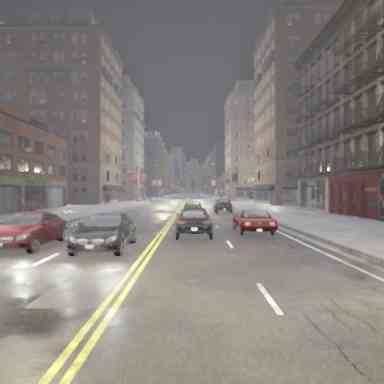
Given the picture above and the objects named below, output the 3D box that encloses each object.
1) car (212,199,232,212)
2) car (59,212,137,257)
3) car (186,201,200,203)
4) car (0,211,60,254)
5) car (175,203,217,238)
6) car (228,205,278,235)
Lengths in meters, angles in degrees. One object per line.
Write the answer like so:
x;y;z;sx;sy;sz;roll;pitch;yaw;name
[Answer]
3.360;1.524;36.647;1.837;1.490;4.892;0;0;0;car
-3.345;1.532;13.185;1.812;1.442;4.674;0;0;0;car
0.109;1.618;34.627;1.895;1.301;4.718;0;0;0;car
-6.596;1.532;13.662;1.812;1.442;4.674;0;0;0;car
0.105;1.534;17.466;1.812;1.442;4.674;0;0;0;car
3.356;1.610;18.705;1.895;1.301;4.718;0;0;0;car
